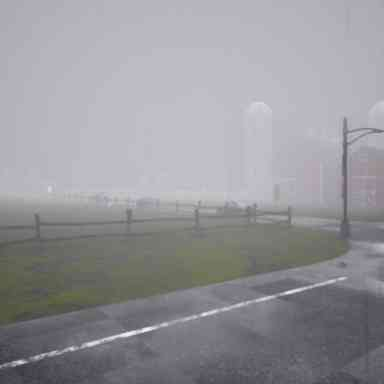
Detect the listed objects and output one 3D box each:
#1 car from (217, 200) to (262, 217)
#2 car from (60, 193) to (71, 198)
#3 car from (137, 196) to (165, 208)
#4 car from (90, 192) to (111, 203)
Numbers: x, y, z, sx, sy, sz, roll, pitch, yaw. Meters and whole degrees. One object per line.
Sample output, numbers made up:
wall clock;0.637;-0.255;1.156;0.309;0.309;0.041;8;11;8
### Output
car;4.152;1.509;30.008;1.812;1.442;4.674;0;1;-37
car;-32.940;0.794;86.244;1.895;1.301;4.718;0;1;-36
car;-5.358;1.321;43.180;2.128;1.511;4.902;0;1;-36
car;-16.033;0.978;58.129;2.150;2.045;5.566;0;1;-36
